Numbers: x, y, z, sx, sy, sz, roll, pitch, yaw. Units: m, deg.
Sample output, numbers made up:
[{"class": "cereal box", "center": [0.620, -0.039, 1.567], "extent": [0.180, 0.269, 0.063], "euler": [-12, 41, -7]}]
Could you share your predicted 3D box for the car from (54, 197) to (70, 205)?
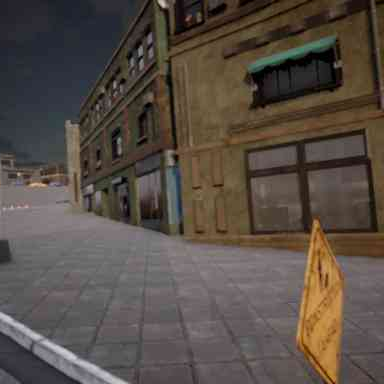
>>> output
[{"class": "car", "center": [-25.360, 1.780, 66.379], "extent": [1.837, 1.490, 4.892], "euler": [-5, -1, 18]}]

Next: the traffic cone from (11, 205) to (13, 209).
[{"class": "traffic cone", "center": [-25.891, 2.192, 47.785], "extent": [0.340, 0.580, 0.340], "euler": [-4, 0, -7]}]

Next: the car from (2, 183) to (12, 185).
[{"class": "car", "center": [-46.738, -1.807, 79.398], "extent": [2.231, 1.521, 4.892], "euler": [-6, -3, 34]}]

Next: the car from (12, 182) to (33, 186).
[{"class": "car", "center": [-43.730, -1.744, 84.060], "extent": [2.002, 1.452, 4.674], "euler": [-6, -4, 33]}]

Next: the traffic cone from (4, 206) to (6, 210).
[{"class": "traffic cone", "center": [-26.877, 2.264, 47.661], "extent": [0.340, 0.580, 0.340], "euler": [-4, 0, -7]}]
